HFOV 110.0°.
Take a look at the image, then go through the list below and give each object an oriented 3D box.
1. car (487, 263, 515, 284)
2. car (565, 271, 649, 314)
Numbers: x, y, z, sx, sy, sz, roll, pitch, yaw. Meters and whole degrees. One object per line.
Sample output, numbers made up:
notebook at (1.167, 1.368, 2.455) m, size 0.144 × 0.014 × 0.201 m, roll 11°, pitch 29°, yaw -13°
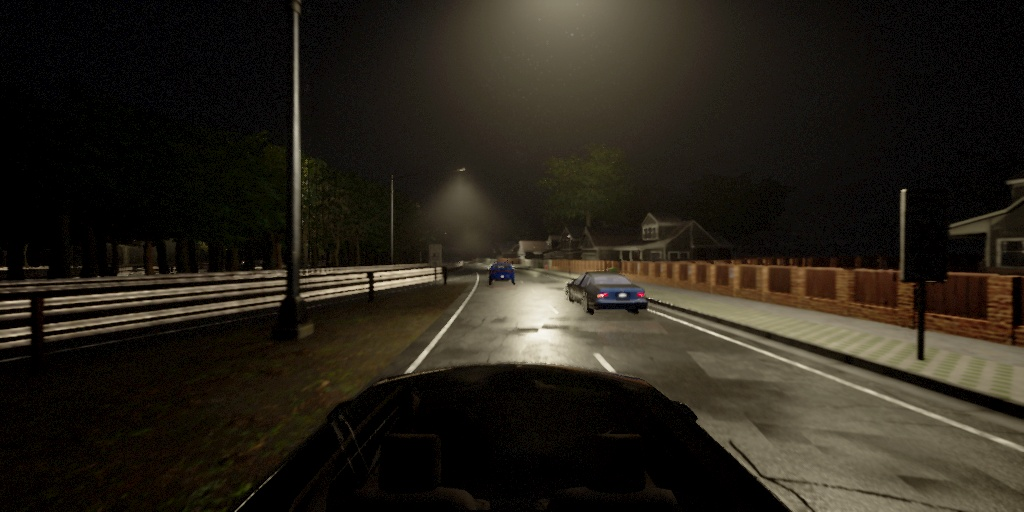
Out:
car at (-0.852, 1.284, 27.565) m, size 1.882 × 1.535 × 5.008 m, roll 0°, pitch 0°, yaw -4°
car at (3.397, 1.301, 13.825) m, size 2.033 × 1.411 × 5.357 m, roll 0°, pitch 0°, yaw -2°
